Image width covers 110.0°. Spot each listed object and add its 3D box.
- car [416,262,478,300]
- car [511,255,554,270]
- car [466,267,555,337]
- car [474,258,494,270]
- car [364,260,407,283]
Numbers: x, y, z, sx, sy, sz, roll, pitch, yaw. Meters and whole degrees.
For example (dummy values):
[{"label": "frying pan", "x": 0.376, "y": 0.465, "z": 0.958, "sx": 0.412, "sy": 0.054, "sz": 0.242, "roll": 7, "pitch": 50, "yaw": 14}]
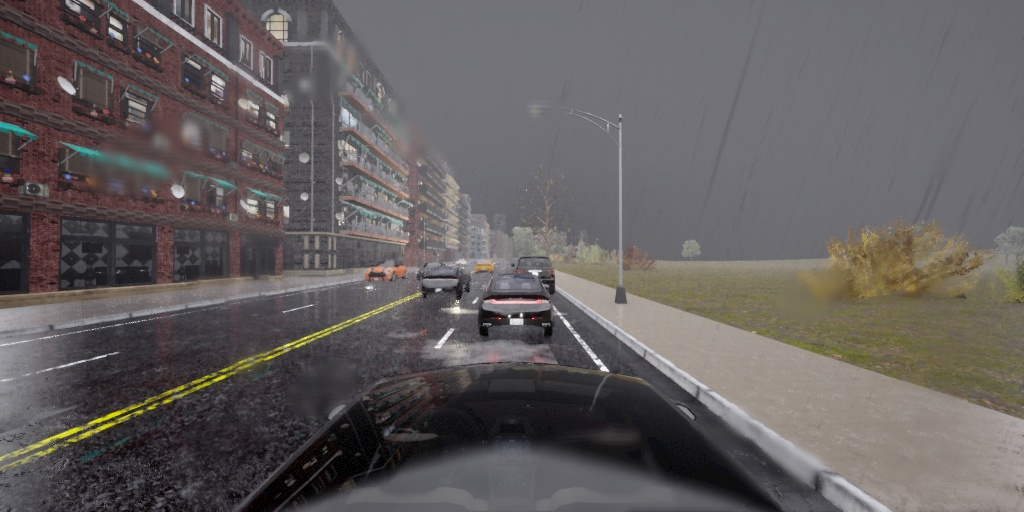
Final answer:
[{"label": "car", "x": -3.155, "y": 1.244, "z": 17.866, "sx": 2.128, "sy": 1.511, "sz": 4.902, "roll": 0, "pitch": 0, "yaw": 0}, {"label": "car", "x": 1.132, "y": 0.977, "z": 20.224, "sx": 2.150, "sy": 2.045, "sz": 5.566, "roll": 0, "pitch": 0, "yaw": 0}, {"label": "car", "x": 0.098, "y": 1.243, "z": 10.354, "sx": 2.128, "sy": 1.511, "sz": 4.902, "roll": 0, "pitch": 0, "yaw": 0}, {"label": "car", "x": -3.165, "y": 1.228, "z": 42.555, "sx": 1.882, "sy": 1.535, "sz": 5.008, "roll": 0, "pitch": 0, "yaw": 0}, {"label": "car", "x": -9.860, "y": 1.104, "z": 28.319, "sx": 2.097, "sy": 1.767, "sz": 4.553, "roll": 0, "pitch": 0, "yaw": 0}]
